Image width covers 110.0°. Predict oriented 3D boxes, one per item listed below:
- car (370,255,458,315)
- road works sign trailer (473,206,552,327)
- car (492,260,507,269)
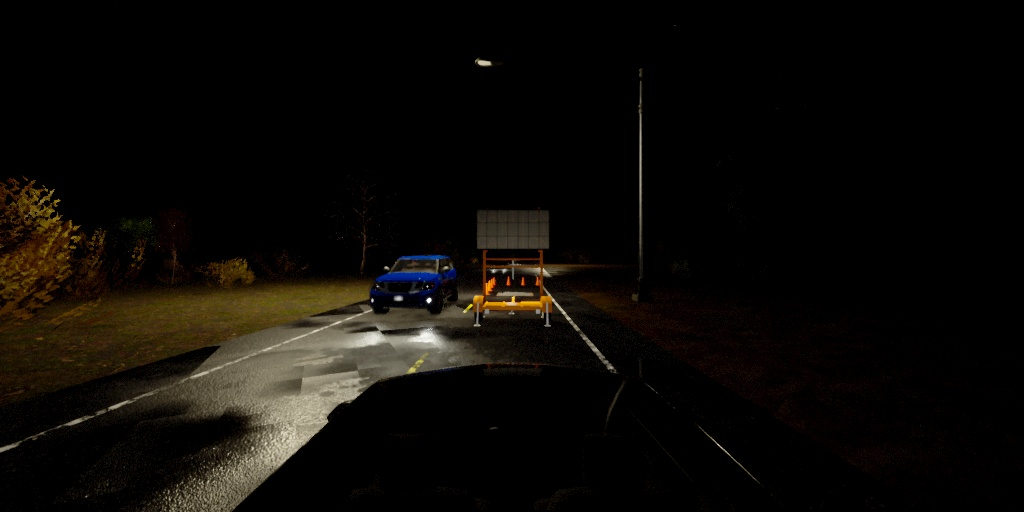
[{"bbox_3d":[-3.505,0.970,13.955,2.150,2.045,5.566,0,0,1],"label":"car"},{"bbox_3d":[0.036,0.214,11.589,2.380,3.560,2.880,0,0,1],"label":"road works sign trailer"},{"bbox_3d":[-1.892,1.216,55.720,1.882,1.535,5.008,0,0,4],"label":"car"}]
